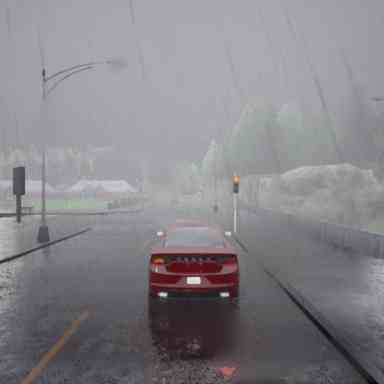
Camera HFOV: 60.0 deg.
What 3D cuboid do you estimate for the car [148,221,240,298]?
[{"bbox_3d":[0.053,1.477,8.591,1.882,1.535,5.008,0,0,0],"label":"car"}]

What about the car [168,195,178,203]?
[{"bbox_3d":[-4.053,1.495,72.572,1.837,1.490,4.892,0,0,0],"label":"car"}]

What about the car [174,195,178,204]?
[{"bbox_3d":[-4.121,1.522,61.367,1.812,1.442,4.674,0,0,1],"label":"car"}]

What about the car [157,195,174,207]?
[{"bbox_3d":[-4.132,1.523,50.822,1.812,1.442,4.674,0,0,0],"label":"car"}]
